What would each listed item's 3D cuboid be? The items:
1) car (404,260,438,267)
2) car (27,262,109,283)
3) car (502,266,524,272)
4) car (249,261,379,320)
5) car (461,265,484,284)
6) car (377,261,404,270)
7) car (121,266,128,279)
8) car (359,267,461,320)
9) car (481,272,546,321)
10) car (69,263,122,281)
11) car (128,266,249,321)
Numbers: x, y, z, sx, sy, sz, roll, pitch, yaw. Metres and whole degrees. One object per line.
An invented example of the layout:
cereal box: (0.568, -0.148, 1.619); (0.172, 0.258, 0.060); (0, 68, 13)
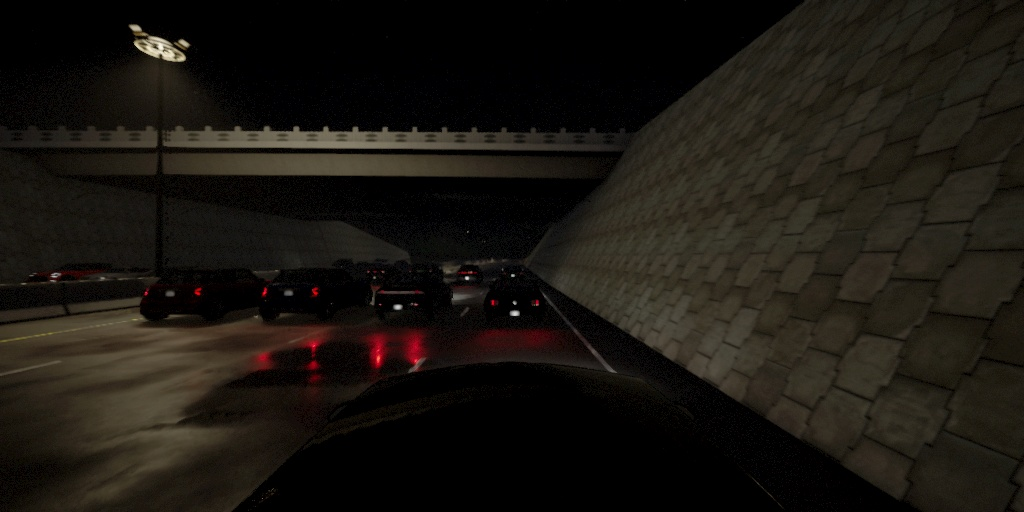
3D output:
car: (-6.921, 1.310, 29.350); (2.097, 1.767, 4.553); (0, 0, 0)
car: (-31.610, 1.296, 26.118); (2.097, 1.767, 4.553); (0, 0, 0)
car: (0.080, 1.526, 30.293); (1.994, 1.385, 4.181); (0, 0, 0)
car: (-6.910, 1.189, 13.219); (2.097, 1.767, 4.553); (0, -1, 0)
car: (-3.420, 1.464, 29.702); (1.837, 1.490, 4.892); (0, -1, 0)
car: (-10.420, 1.453, 29.624); (2.128, 1.511, 4.902); (0, 0, 0)
car: (-24.614, 1.490, 26.340); (2.033, 1.411, 5.357); (0, 0, 0)
car: (-3.410, 1.329, 13.131); (2.128, 1.511, 4.902); (0, 0, 0)
car: (0.091, 1.433, 12.854); (1.895, 1.301, 4.718); (0, 0, 0)
car: (-28.112, 1.467, 25.984); (1.812, 1.442, 4.674); (0, 0, 0)
car: (-10.411, 1.190, 13.047); (2.097, 1.767, 4.553); (0, 0, 0)
